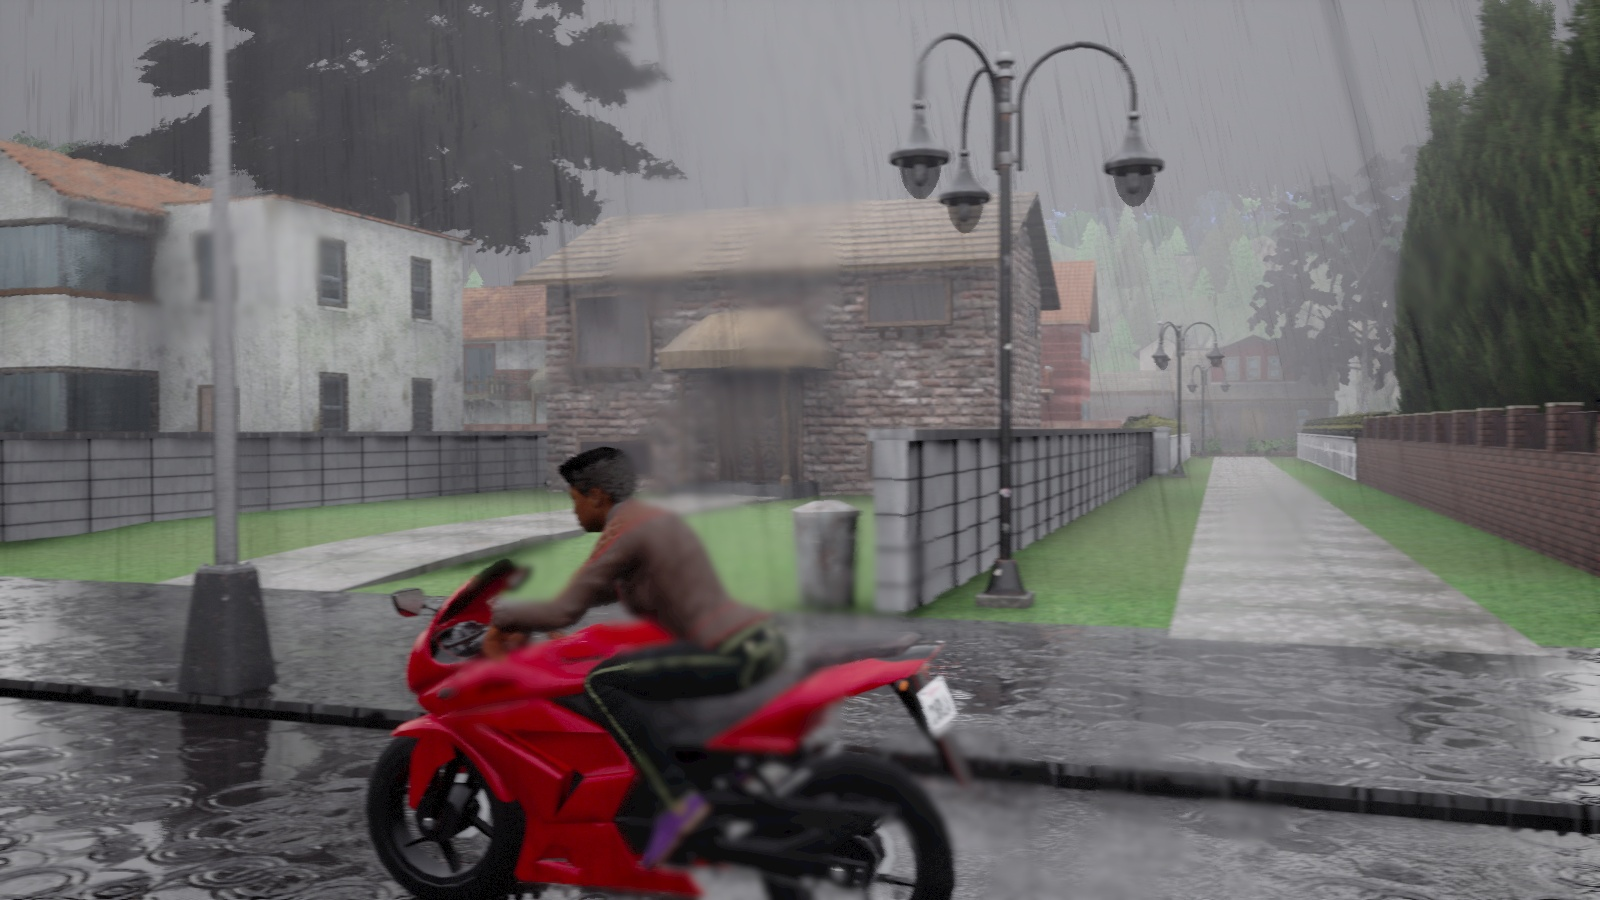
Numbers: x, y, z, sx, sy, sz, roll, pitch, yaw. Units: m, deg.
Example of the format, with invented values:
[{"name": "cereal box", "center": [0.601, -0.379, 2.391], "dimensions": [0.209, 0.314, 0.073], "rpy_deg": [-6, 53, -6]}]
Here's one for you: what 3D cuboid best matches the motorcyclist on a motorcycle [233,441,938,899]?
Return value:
[{"name": "motorcyclist on a motorcycle", "center": [-0.660, 0.743, 3.943], "dimensions": [2.044, 1.523, 0.797], "rpy_deg": [1, 1, 19]}]
